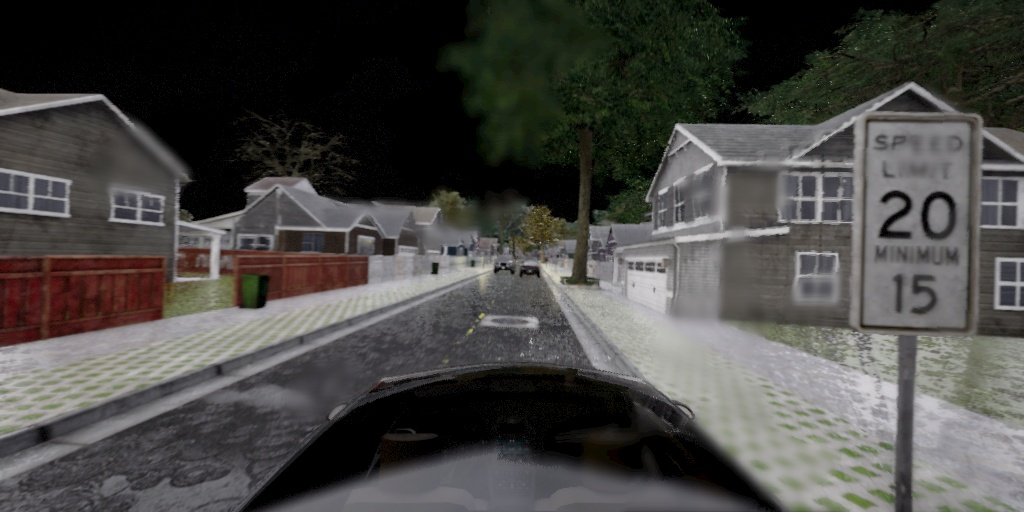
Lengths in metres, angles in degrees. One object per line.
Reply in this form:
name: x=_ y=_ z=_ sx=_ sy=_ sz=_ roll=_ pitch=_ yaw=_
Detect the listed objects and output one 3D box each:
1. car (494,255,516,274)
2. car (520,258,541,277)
car: x=-0.745 y=0.877 z=40.216 sx=2.150 sy=2.045 sz=5.566 roll=2 pitch=0 yaw=3
car: x=1.767 y=1.225 z=35.225 sx=1.882 sy=1.535 sz=5.008 roll=2 pitch=0 yaw=3
